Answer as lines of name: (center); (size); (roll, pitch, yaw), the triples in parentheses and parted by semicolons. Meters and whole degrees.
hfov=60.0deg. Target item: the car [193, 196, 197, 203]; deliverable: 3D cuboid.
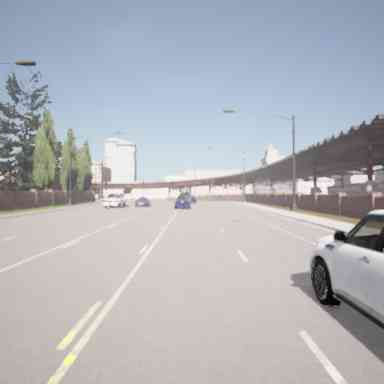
car: (-0.214, 1.438, 63.761); (1.812, 1.442, 4.674); (0, 0, -4)

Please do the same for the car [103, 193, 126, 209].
car: (-10.578, 1.155, 45.761); (2.150, 2.045, 5.566); (0, 0, 0)

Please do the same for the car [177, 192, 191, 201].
car: (-1.879, 1.089, 76.862); (2.150, 2.045, 5.566); (0, -1, -13)

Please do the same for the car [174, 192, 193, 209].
car: (-1.226, 1.286, 44.353); (2.097, 1.767, 4.553); (0, 0, 0)

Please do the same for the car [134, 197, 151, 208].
car: (-7.066, 1.455, 48.138); (1.812, 1.442, 4.674); (0, 0, 0)

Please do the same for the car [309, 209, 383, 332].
car: (3.600, 1.214, 4.841); (2.150, 2.045, 5.566); (0, 0, 0)
